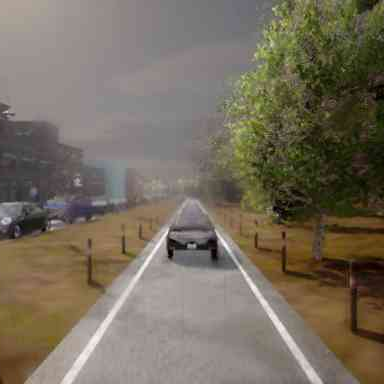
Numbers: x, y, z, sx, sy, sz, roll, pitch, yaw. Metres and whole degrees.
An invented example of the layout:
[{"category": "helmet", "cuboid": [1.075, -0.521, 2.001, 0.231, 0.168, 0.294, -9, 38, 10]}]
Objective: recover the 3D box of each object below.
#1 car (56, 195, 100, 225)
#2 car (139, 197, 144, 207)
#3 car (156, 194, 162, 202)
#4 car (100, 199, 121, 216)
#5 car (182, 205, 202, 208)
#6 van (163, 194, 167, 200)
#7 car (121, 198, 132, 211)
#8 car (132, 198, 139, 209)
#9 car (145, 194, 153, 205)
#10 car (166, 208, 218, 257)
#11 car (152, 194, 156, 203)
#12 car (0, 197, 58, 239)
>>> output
[{"category": "car", "cuboid": [-8.990, 1.217, 24.346, 2.435, 2.045, 5.566, 0, 0, 2]}, {"category": "car", "cuboid": [-9.036, 1.601, 50.777, 1.946, 1.575, 5.366, 0, 0, 2]}, {"category": "car", "cuboid": [-9.066, 1.478, 76.462, 2.435, 2.045, 5.566, 0, 0, 1]}, {"category": "car", "cuboid": [-9.002, 1.531, 33.298, 2.097, 1.535, 5.008, 0, 0, 2]}, {"category": "car", "cuboid": [0.016, 1.779, 28.447, 1.994, 1.385, 4.181, 0, 0, 1]}, {"category": "van", "cuboid": [-9.097, 1.580, 94.178, 1.878, 1.987, 4.442, 0, 0, 2]}, {"category": "car", "cuboid": [-9.011, 1.573, 38.839, 2.231, 1.521, 4.892, 0, 0, 2]}, {"category": "car", "cuboid": [-9.019, 1.593, 44.395, 2.097, 1.535, 5.008, 0, -1, 2]}, {"category": "car", "cuboid": [-9.043, 1.643, 61.029, 2.097, 1.535, 5.008, 0, 0, 2]}, {"category": "car", "cuboid": [0.021, 1.610, 13.518, 2.128, 1.511, 4.902, 0, 0, 1]}, {"category": "car", "cuboid": [-9.052, 1.654, 66.577, 2.097, 1.535, 5.008, 0, 0, 2]}, {"category": "car", "cuboid": [-8.976, 1.308, 16.692, 2.185, 1.767, 4.553, 0, -1, 2]}]
